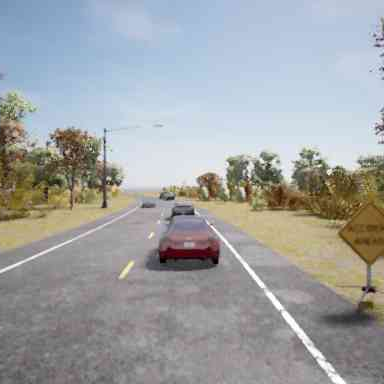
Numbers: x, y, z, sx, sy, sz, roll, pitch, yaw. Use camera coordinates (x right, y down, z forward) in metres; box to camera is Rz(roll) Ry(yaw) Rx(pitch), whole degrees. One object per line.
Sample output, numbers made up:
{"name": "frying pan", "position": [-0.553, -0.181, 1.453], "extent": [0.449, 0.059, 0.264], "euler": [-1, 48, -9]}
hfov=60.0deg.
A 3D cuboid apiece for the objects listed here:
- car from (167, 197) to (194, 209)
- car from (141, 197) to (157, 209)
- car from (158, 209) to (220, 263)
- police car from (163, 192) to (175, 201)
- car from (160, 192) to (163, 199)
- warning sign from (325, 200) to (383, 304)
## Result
{"name": "car", "position": [-0.812, 1.416, 28.349], "extent": [2.128, 1.511, 4.902], "euler": [0, 0, -3]}
{"name": "car", "position": [-5.710, 1.401, 44.484], "extent": [1.812, 1.442, 4.674], "euler": [0, 0, -5]}
{"name": "car", "position": [-0.118, 1.534, 11.916], "extent": [1.994, 1.385, 4.181], "euler": [0, 0, -1]}
{"name": "police car", "position": [-5.028, 1.181, 76.727], "extent": [1.930, 1.638, 5.238], "euler": [0, 0, -9]}
{"name": "car", "position": [-6.668, 1.221, 86.537], "extent": [1.837, 1.490, 4.892], "euler": [0, 0, -10]}
{"name": "warning sign", "position": [3.499, 1.097, 6.576], "extent": [1.300, 1.860, 1.060], "euler": [0, 0, -1]}
